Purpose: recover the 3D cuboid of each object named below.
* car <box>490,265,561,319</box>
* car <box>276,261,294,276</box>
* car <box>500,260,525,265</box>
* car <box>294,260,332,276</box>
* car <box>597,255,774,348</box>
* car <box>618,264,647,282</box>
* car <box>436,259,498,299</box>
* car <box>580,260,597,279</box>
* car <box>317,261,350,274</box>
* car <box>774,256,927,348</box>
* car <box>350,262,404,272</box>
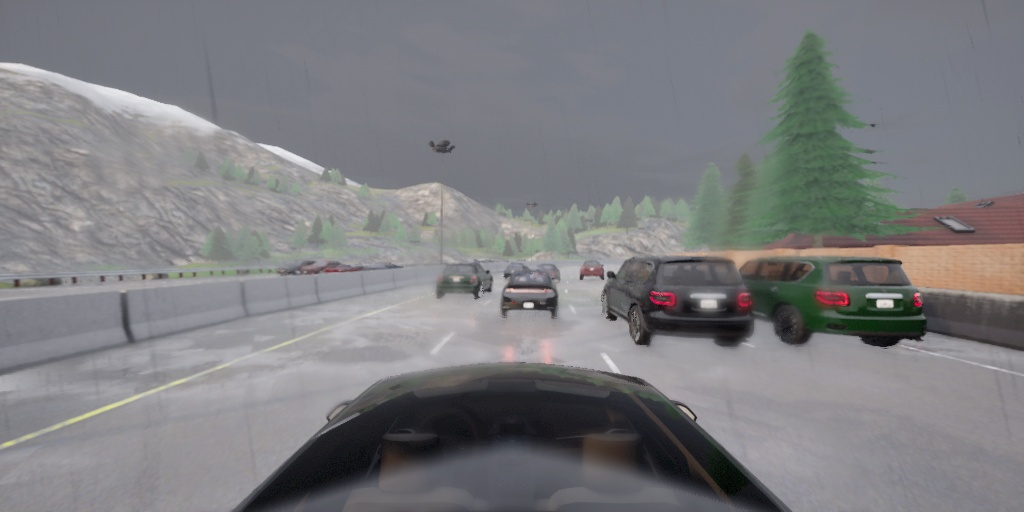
[{"bbox_3d":[0.694,1.258,13.035,2.128,1.511,4.902,0,0,5],"label":"car"},{"bbox_3d":[-20.906,1.160,35.672,1.837,1.490,4.892,0,0,12],"label":"car"},{"bbox_3d":[0.542,1.353,34.695,1.994,1.385,4.181,0,0,12],"label":"car"},{"bbox_3d":[-17.685,1.151,33.993,1.882,1.535,5.008,0,0,12],"label":"car"},{"bbox_3d":[3.922,1.006,9.532,2.150,2.045,5.566,0,0,3],"label":"car"},{"bbox_3d":[10.646,1.450,31.934,1.895,1.301,4.718,0,0,12],"label":"car"},{"bbox_3d":[-2.266,1.106,18.319,2.097,1.767,4.553,0,0,6],"label":"car"},{"bbox_3d":[7.443,1.183,33.446,2.097,1.767,4.553,0,0,13],"label":"car"},{"bbox_3d":[-14.558,1.292,31.900,1.895,1.301,4.718,0,0,11],"label":"car"},{"bbox_3d":[7.428,1.027,9.660,2.150,2.045,5.566,0,0,4],"label":"car"},{"bbox_3d":[-11.196,1.258,30.923,2.033,1.411,5.357,0,0,11],"label":"car"}]
